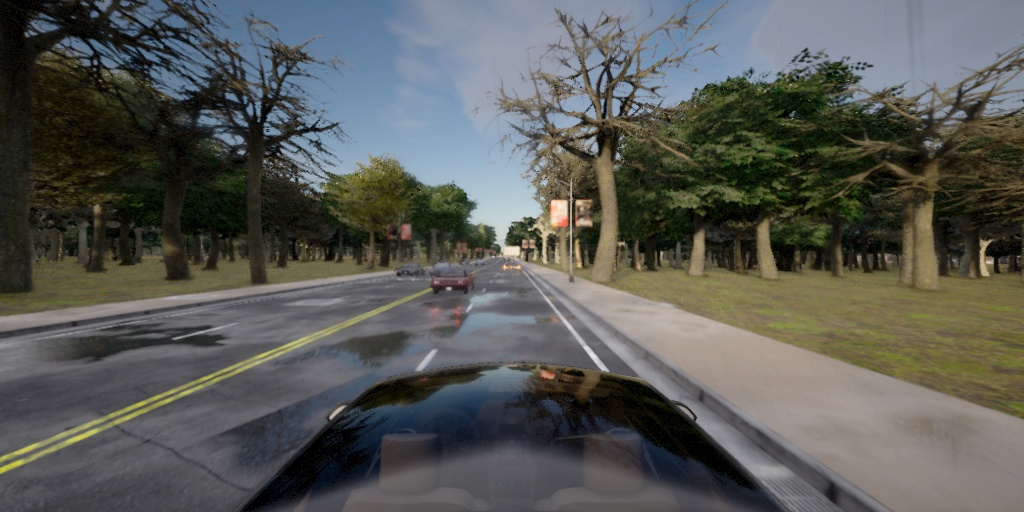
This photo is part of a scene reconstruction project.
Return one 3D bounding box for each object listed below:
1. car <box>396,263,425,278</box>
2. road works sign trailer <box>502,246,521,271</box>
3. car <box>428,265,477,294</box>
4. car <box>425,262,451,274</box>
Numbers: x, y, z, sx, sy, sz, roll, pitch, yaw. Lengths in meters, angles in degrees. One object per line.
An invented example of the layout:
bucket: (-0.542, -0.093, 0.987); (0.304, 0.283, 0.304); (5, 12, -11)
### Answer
car: (-9.859, 1.369, 35.263); (1.994, 1.385, 4.181); (0, 0, 0)
road works sign trailer: (-0.049, 0.318, 51.212); (2.380, 3.560, 2.880); (0, 0, 0)
car: (-3.157, 1.362, 20.192); (1.895, 1.301, 4.718); (0, 0, 0)
car: (-6.610, 1.328, 34.423); (1.812, 1.442, 4.674); (0, 0, 0)
